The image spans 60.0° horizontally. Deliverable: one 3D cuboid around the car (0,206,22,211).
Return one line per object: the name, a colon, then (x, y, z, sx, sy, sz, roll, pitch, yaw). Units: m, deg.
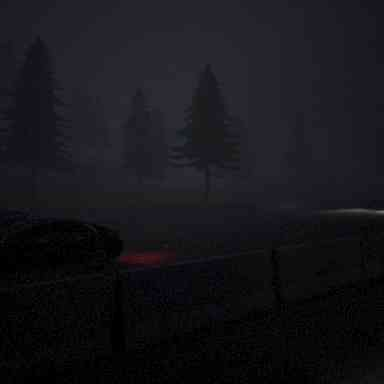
car: (-8.720, 1.511, 14.971, 4.674, 1.442, 1.812, 0, 0, -35)

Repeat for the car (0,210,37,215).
car: (-6.589, 1.554, 12.191, 4.181, 1.385, 1.994, 0, 0, -35)

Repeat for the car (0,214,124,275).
car: (-4.380, 1.501, 9.467, 4.892, 1.490, 1.837, 0, 0, -35)

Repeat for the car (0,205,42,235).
car: (-10.770, 1.506, 17.807, 4.674, 1.442, 1.812, 0, 0, -35)

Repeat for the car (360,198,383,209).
car: (23.111, 1.425, 41.878, 4.718, 1.301, 1.895, -1, 1, -35)
